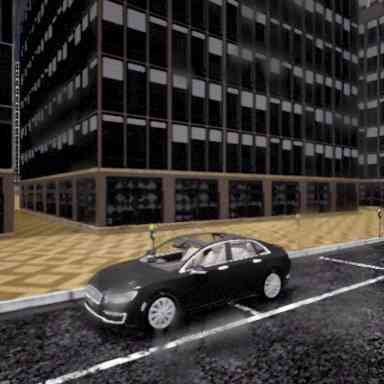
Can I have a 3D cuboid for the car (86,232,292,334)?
[{"bbox_3d":[0.149,1.535,6.654,4.403,1.369,2.008,0,0,-35],"label":"car"}]
